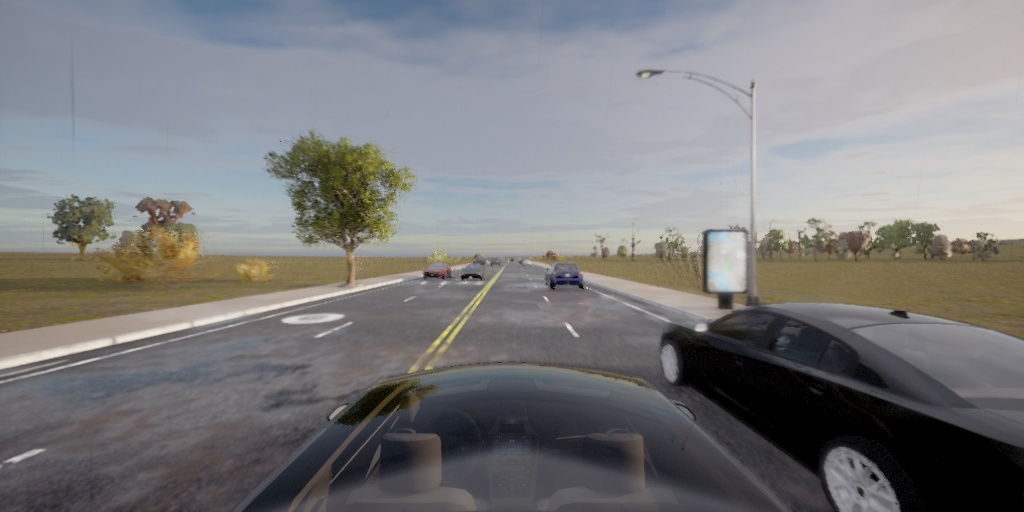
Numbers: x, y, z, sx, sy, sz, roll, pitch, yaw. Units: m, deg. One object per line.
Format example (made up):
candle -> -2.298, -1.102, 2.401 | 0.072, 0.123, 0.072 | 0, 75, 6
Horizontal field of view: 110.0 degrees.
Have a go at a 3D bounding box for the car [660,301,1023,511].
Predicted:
car -> 3.352, 1.235, 3.929 | 1.882, 1.535, 5.008 | 0, 0, 0

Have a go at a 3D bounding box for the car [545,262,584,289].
car -> 3.359, 1.172, 23.752 | 2.097, 1.767, 4.553 | 0, 0, 0

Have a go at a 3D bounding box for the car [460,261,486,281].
car -> -3.334, 1.391, 31.679 | 2.033, 1.411, 5.357 | 0, 0, 0

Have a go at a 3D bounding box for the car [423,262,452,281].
car -> -6.579, 1.323, 32.049 | 1.882, 1.535, 5.008 | 0, 0, 0
